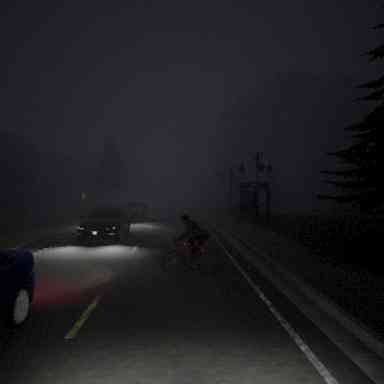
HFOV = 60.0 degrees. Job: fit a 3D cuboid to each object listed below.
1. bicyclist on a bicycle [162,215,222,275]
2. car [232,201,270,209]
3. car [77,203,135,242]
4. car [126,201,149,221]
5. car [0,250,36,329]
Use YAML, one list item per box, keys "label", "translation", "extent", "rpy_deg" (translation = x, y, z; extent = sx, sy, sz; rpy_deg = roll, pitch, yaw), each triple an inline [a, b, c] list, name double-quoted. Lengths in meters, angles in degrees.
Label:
- label: "bicyclist on a bicycle"
  translation: [-0.012, 1.441, 9.001]
  extent: [1.656, 1.620, 0.582]
  rpy_deg: [-1, 0, -2]
- label: "car"
  translation: [7.733, 1.574, 43.724]
  extent: [4.718, 1.301, 1.895]
  rpy_deg: [0, 0, -4]
- label: "car"
  translation: [-4.228, 1.501, 16.498]
  extent: [1.837, 1.490, 4.892]
  rpy_deg: [0, 0, -3]
- label: "car"
  translation: [-4.630, 1.471, 26.883]
  extent: [1.882, 1.535, 5.008]
  rpy_deg: [0, 0, -2]
- label: "car"
  translation: [-3.707, 1.477, 4.048]
  extent: [1.882, 1.535, 5.008]
  rpy_deg: [0, 0, -2]
